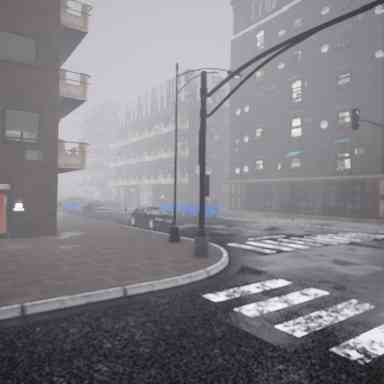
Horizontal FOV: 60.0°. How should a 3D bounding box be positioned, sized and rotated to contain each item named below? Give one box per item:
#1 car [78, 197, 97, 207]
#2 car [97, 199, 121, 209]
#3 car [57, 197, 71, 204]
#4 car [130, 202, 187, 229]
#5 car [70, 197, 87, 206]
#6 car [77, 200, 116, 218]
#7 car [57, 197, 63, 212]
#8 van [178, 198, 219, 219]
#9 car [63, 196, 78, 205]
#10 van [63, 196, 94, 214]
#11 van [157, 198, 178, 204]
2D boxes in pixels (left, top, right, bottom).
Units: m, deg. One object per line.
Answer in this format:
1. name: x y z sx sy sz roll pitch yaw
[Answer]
1. car: -18.276 1.678 58.223 1.967 1.590 4.097 1 -1 -35
2. car: -11.926 1.763 49.011 1.887 1.381 4.507 1 -1 -35
3. car: -27.804 1.808 72.039 1.887 1.381 4.507 1 -1 -35
4. car: -2.534 1.584 21.511 2.008 1.369 4.403 1 -1 -35
5. car: -21.451 1.687 62.829 1.967 1.590 4.097 1 -1 -35
6. car: -8.886 1.637 30.722 1.802 1.307 4.206 1 -1 -35
7. car: -15.237 1.626 39.933 2.008 1.369 4.403 1 -1 -35
8. van: 0.779 1.518 30.591 1.690 1.788 3.998 1 -1 -35
9. car: -24.627 1.695 67.435 1.967 1.590 4.097 1 -1 -35
10. van: -12.059 1.406 35.330 1.690 1.788 3.998 1 -1 -35
11. van: -2.397 1.529 35.197 1.690 1.788 3.998 1 -1 -35
